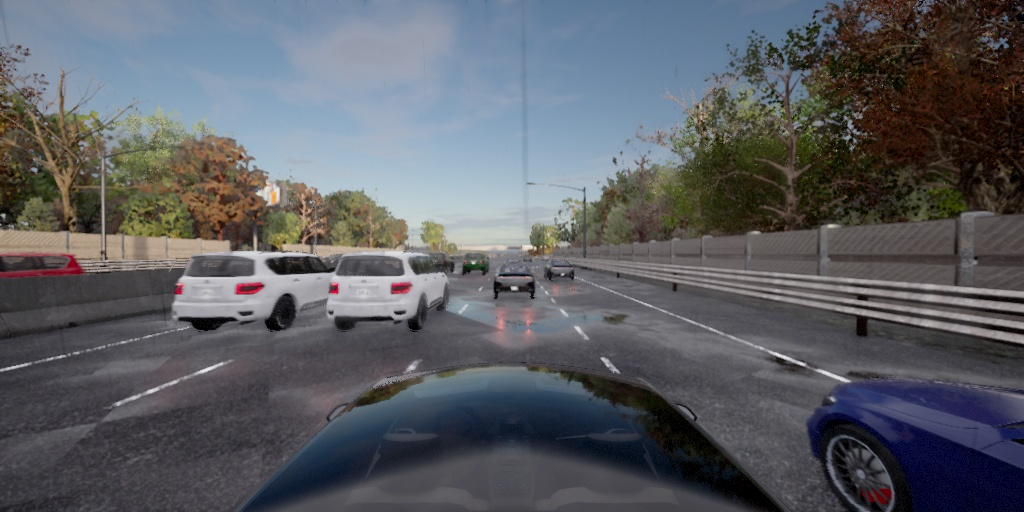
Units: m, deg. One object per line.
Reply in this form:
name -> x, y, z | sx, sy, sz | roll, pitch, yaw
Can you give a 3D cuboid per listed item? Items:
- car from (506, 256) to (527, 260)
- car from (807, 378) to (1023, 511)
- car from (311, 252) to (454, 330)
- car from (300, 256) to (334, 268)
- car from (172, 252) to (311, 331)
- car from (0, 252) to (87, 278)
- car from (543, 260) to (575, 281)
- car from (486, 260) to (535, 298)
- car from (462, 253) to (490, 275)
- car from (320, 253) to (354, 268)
car -> 0.108, 0.975, 35.028 | 2.128, 1.511, 4.902 | 0, 0, 0
car -> 3.504, 1.274, 1.157 | 1.812, 1.442, 4.674 | 0, 0, 0
car -> -3.400, 0.897, 10.892 | 2.150, 2.045, 5.566 | 0, 0, 0
car -> -28.056, 0.847, 51.811 | 2.128, 1.511, 4.902 | 0, 0, 0
car -> -6.900, 0.898, 10.783 | 2.150, 2.045, 5.566 | 0, 0, 0
car -> -17.598, 0.891, 11.610 | 2.150, 2.045, 5.566 | 0, 0, 0
car -> 3.503, 1.038, 27.135 | 2.128, 1.511, 4.902 | 0, 0, 0
car -> 0.103, 1.114, 17.436 | 2.128, 1.511, 4.902 | 0, 0, 0
car -> -3.395, 0.708, 34.183 | 2.150, 2.045, 5.566 | 0, 0, 0
car -> -24.570, 0.586, 50.651 | 2.150, 2.045, 5.566 | 0, 0, 0
